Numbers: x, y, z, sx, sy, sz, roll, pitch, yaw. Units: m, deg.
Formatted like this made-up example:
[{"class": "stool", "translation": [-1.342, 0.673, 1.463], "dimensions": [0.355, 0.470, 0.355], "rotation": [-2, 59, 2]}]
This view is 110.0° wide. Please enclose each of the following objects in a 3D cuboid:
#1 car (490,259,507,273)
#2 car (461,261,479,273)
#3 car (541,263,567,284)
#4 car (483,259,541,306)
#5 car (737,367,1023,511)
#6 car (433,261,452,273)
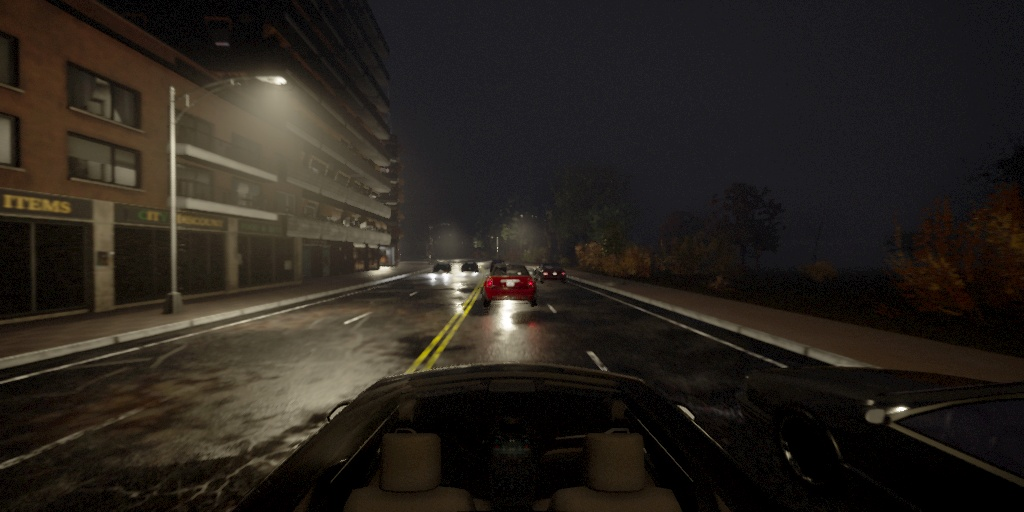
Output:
[{"class": "car", "translation": [-1.662, 1.156, 43.280], "dimensions": [1.882, 1.535, 5.008], "rotation": [0, 0, -5]}, {"class": "car", "translation": [-4.974, 1.255, 42.882], "dimensions": [1.994, 1.385, 4.181], "rotation": [0, 0, -4]}, {"class": "car", "translation": [2.749, 1.246, 26.790], "dimensions": [2.033, 1.411, 5.357], "rotation": [0, 0, -3]}, {"class": "car", "translation": [-0.119, 1.081, 15.739], "dimensions": [2.097, 1.767, 4.553], "rotation": [0, 0, -2]}, {"class": "car", "translation": [3.378, 1.289, 1.412], "dimensions": [2.033, 1.411, 5.357], "rotation": [0, 0, 0]}, {"class": "car", "translation": [-8.217, 1.301, 42.643], "dimensions": [1.895, 1.301, 4.718], "rotation": [0, 0, -5]}]
